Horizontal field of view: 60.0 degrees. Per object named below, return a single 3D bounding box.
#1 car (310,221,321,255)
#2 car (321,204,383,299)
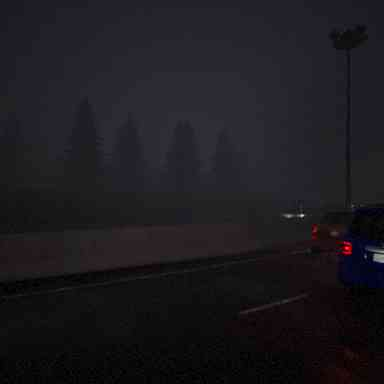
[{"bbox_3d":[6.587,1.467,12.828,4.553,1.767,2.097,1,-1,-39],"label":"car"},{"bbox_3d":[5.517,1.294,7.499,5.566,2.045,2.150,1,0,-37],"label":"car"}]
